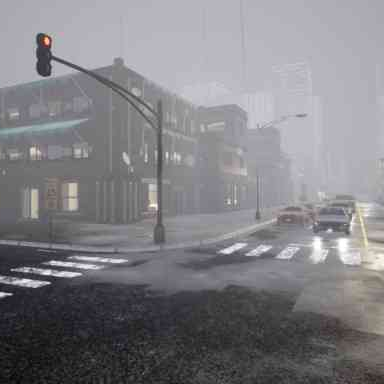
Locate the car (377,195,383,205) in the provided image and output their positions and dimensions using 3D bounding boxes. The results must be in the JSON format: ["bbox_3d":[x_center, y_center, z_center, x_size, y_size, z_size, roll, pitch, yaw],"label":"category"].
[{"bbox_3d":[31.774,1.639,54.240,1.802,1.307,4.206,0,0,26],"label":"car"}]

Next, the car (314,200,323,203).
[{"bbox_3d":[9.651,1.580,28.167,1.947,1.339,4.313,0,0,26],"label":"car"}]

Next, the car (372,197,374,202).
[{"bbox_3d":[39.149,1.615,69.275,1.752,1.417,4.829,0,0,26],"label":"car"}]

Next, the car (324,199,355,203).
[{"bbox_3d":[12.395,1.541,27.807,1.812,1.442,4.674,0,0,26],"label":"car"}]

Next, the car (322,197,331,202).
[{"bbox_3d":[14.443,1.550,37.936,1.752,1.417,4.829,0,0,26],"label":"car"}]

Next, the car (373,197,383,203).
[{"bbox_3d":[41.507,1.684,74.083,1.802,1.307,4.206,0,0,26],"label":"car"}]

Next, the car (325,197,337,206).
[{"bbox_3d":[24.175,1.581,57.778,1.752,1.417,4.829,0,0,26],"label":"car"}]

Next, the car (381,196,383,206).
[{"bbox_3d":[26.908,1.590,44.320,2.008,1.369,4.403,0,0,26],"label":"car"}]

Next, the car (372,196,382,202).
[{"bbox_3d":[43.941,1.680,79.045,1.947,1.339,4.313,0,0,26],"label":"car"}]

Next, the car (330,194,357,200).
[{"bbox_3d":[17.126,1.247,37.298,2.150,2.045,5.566,0,0,26],"label":"car"}]

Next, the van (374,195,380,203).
[{"bbox_3d":[36.641,1.419,64.163,1.690,1.788,3.998,0,0,26],"label":"van"}]

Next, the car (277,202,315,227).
[{"bbox_3d":[7.141,1.554,23.248,1.887,1.381,4.507,0,0,26],"label":"car"}]

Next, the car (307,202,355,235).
[{"bbox_3d":[8.215,1.555,19.338,2.033,1.411,5.357,0,0,26],"label":"car"}]

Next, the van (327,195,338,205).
[{"bbox_3d":[26.684,1.407,62.892,1.690,1.788,3.998,0,0,26],"label":"van"}]
